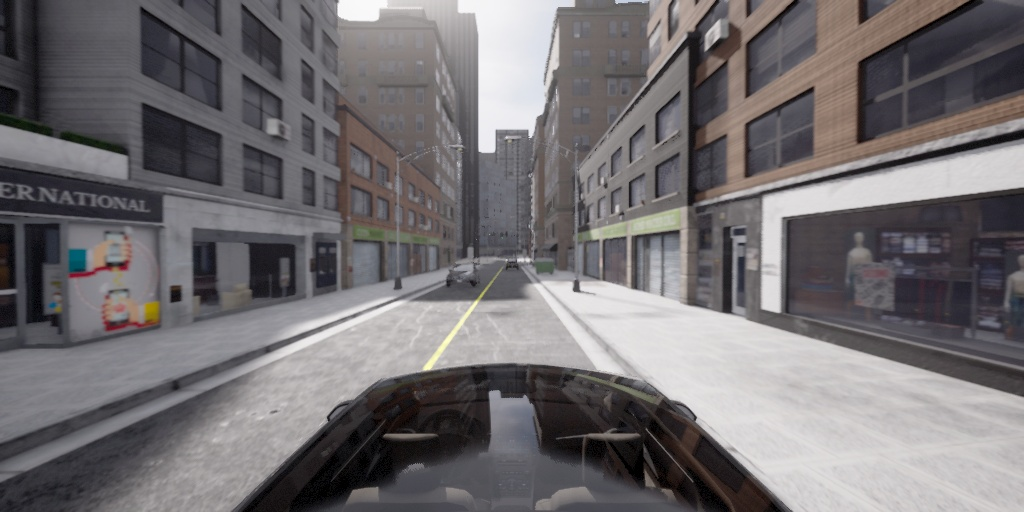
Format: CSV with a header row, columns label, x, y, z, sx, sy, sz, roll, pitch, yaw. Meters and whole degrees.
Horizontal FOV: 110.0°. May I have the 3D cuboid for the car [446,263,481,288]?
label,x,y,z,sx,sy,sz,roll,pitch,yaw
car,-3.102,1.216,23.514,1.812,1.442,4.674,0,0,0

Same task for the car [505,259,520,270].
label,x,y,z,sx,sy,sz,roll,pitch,yaw
car,0.042,1.125,49.824,1.837,1.490,4.892,0,0,0

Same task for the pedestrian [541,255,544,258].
label,x,y,z,sx,sy,sz,roll,pitch,yaw
pedestrian,3.128,0.800,36.966,0.375,1.860,0.375,-1,1,-9

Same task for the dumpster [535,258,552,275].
label,x,y,z,sx,sy,sz,roll,pitch,yaw
dumpster,3.128,1.058,35.603,1.020,1.700,1.940,0,0,0
